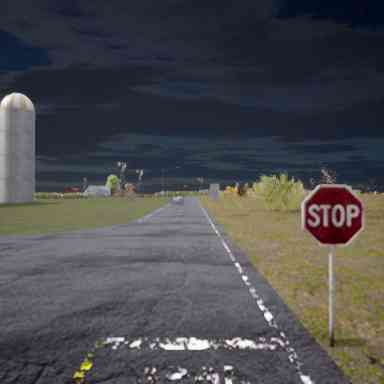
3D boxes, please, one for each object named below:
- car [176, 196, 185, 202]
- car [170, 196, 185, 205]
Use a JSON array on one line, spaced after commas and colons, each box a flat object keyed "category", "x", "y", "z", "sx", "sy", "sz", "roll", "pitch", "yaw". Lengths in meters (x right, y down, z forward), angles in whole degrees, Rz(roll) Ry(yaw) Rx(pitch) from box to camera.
[{"category": "car", "x": -2.636, "y": 1.561, "z": 75.341, "sx": 1.812, "sy": 1.442, "sz": 4.674, "roll": 0, "pitch": 0, "yaw": 0}, {"category": "car", "x": -2.663, "y": 1.556, "z": 57.377, "sx": 1.812, "sy": 1.442, "sz": 4.674, "roll": 0, "pitch": 0, "yaw": 0}]
